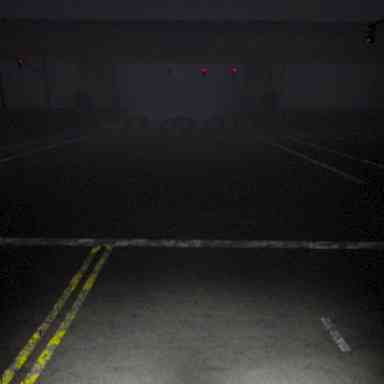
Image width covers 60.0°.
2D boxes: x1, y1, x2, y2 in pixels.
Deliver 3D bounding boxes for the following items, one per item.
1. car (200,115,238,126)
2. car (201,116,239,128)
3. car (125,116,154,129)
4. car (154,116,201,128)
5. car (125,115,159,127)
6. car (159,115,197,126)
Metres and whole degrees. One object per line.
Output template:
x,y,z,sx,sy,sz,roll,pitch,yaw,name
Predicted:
3.516,-9.253,43.067,4.536,1.218,1.853,8,16,29,car
3.561,-9.094,43.081,4.974,1.542,2.038,8,16,29,car
-6.429,-8.953,42.523,4.974,1.542,2.038,14,20,43,car
-1.822,-8.930,42.433,4.974,1.542,2.038,-10,17,-34,car
-6.466,-9.114,42.520,4.536,1.218,1.853,14,20,43,car
-1.780,-9.090,42.423,4.536,1.218,1.853,-10,17,-34,car
